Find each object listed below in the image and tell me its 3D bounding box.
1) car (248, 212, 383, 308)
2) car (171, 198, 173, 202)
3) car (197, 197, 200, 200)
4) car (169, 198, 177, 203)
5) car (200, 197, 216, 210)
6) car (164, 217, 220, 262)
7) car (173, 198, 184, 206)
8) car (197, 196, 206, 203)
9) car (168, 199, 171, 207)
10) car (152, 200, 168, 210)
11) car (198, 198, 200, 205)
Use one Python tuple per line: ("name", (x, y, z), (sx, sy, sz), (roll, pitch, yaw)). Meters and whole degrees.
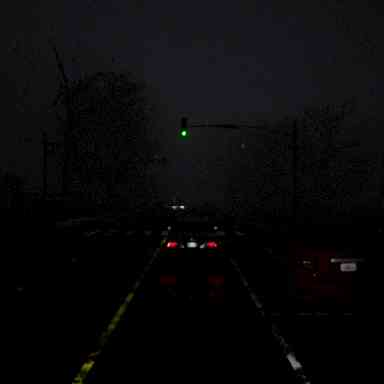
("car", (2.684, 1.391, 8.084), (2.192, 1.841, 5.009), (-1, -1, 0))
("car", (-5.313, 2.163, 64.408), (1.947, 1.339, 4.313), (-1, -1, 0))
("car", (2.569, 2.270, 75.780), (1.947, 1.339, 4.313), (-1, -1, 0))
("car", (-5.308, 2.418, 92.850), (2.008, 1.369, 4.403), (-1, -1, 0))
("car", (2.618, 1.903, 50.016), (1.967, 1.590, 4.097), (-1, -1, 0))
("car", (0.014, 1.665, 12.527), (2.033, 1.411, 5.357), (0, -1, 0))
("car", (-2.745, 1.979, 67.411), (2.097, 1.767, 4.553), (0, -1, 0))
("car", (2.569, 2.182, 92.847), (2.192, 1.841, 5.009), (-1, -1, 0))
("car", (-5.314, 2.110, 58.719), (1.947, 1.339, 4.313), (-1, -1, 0))
("car", (-5.317, 2.057, 53.033), (1.947, 1.339, 4.313), (-1, -1, 0))
("car", (2.566, 2.089, 58.715), (1.887, 1.381, 4.507), (-1, -1, 0))
